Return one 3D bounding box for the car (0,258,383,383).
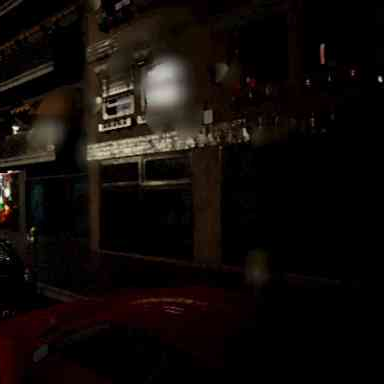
[{"bbox_3d":[-0.199,1.543,2.890,4.507,1.381,1.887,0,-1,36],"label":"car"}]

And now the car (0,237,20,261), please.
[{"bbox_3d":[-4.690,1.432,6.120,4.097,1.590,1.967,0,-1,36],"label":"car"}]
